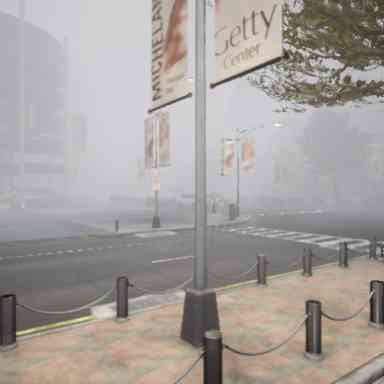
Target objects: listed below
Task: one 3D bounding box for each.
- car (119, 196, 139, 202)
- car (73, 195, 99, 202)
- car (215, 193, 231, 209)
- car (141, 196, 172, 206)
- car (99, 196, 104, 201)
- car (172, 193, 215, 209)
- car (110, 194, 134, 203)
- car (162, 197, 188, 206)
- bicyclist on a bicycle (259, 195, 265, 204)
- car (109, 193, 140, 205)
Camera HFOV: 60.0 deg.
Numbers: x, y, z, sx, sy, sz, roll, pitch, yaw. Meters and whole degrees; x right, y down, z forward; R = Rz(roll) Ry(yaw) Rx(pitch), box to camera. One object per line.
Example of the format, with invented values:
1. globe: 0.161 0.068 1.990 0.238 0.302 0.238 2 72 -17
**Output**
1. car: -13.976 1.524 73.721 4.181 1.385 1.994 0 0 26
2. car: -23.964 1.429 73.868 4.892 1.490 1.837 0 0 12
3. car: 2.981 1.195 46.182 2.150 2.045 5.566 0 0 -35
4. car: -5.600 1.482 52.056 1.837 1.490 4.892 0 0 -37
5. car: -23.005 1.395 77.234 5.008 1.535 1.882 0 0 12
6. car: 0.128 1.198 44.153 2.150 2.045 5.566 0 0 -35
7. car: -14.718 1.329 70.165 4.553 1.767 2.097 0 0 26
8. car: -2.741 1.574 54.099 1.895 1.301 4.718 0 0 -37
9. bicyclist on a bicycle: 12.274 1.261 58.096 1.656 1.620 0.582 0 0 -36
10. car: -12.553 1.199 59.866 5.566 2.045 2.150 0 0 40
